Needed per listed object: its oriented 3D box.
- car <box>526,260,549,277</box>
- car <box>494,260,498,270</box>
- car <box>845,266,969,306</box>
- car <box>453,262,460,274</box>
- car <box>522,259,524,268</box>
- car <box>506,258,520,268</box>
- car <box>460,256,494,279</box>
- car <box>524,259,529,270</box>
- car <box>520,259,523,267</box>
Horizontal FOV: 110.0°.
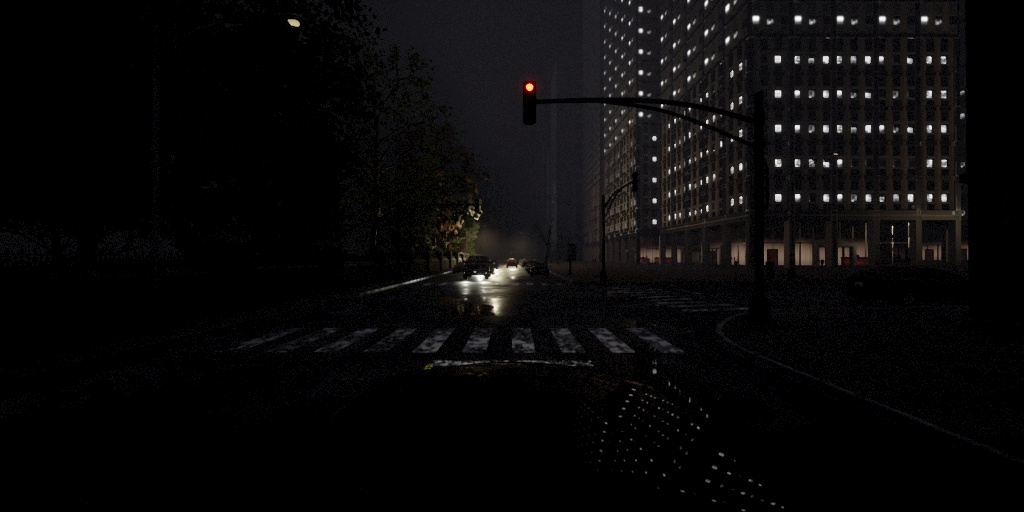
[{"bbox_3d":[2.687,1.330,35.615,1.948,1.339,4.313,0,0,0],"label":"car"},{"bbox_3d":[-3.102,1.261,43.122,2.128,1.511,4.902,0,0,0],"label":"car"},{"bbox_3d":[14.684,1.026,13.033,4.313,1.339,1.948,0,0,0],"label":"car"},{"bbox_3d":[-5.693,1.350,41.247,1.802,1.307,4.207,0,0,0],"label":"car"},{"bbox_3d":[2.687,1.339,46.880,1.948,1.339,4.313,0,0,0],"label":"car"},{"bbox_3d":[-0.003,1.268,62.068,1.882,1.535,5.008,0,0,0],"label":"car"},{"bbox_3d":[-3.103,0.984,32.821,2.150,2.045,5.566,0,0,0],"label":"car"},{"bbox_3d":[2.687,1.334,41.248,1.948,1.339,4.313,0,0,0],"label":"car"},{"bbox_3d":[2.687,1.337,63.778,1.888,1.381,4.507,0,0,0],"label":"car"}]
